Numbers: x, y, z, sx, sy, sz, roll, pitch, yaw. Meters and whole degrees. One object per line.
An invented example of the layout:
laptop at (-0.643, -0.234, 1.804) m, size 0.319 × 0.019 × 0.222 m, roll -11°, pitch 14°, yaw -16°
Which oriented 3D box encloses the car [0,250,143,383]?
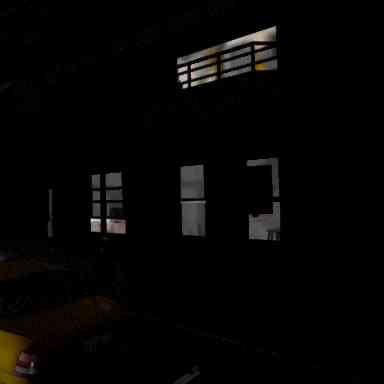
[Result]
car at (-2.862, 1.527, 4.788) m, size 4.829 × 1.417 × 1.752 m, roll 0°, pitch -2°, yaw 36°
